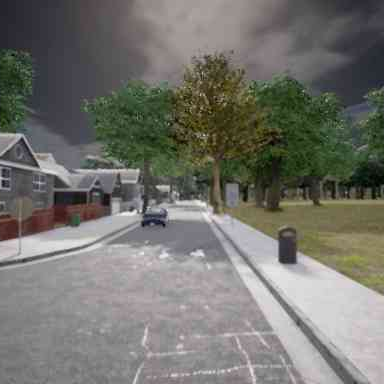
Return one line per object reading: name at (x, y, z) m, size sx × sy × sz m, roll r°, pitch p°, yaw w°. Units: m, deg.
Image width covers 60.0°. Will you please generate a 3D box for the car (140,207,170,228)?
car at (-2.734, 1.898, 25.715) m, size 2.033 × 1.411 × 5.357 m, roll 0°, pitch -1°, yaw 0°
